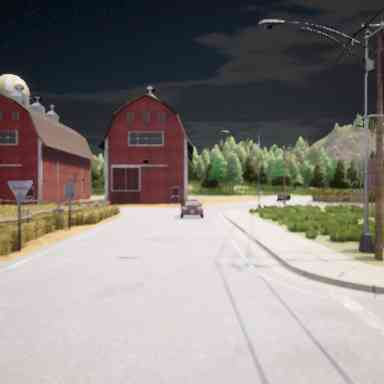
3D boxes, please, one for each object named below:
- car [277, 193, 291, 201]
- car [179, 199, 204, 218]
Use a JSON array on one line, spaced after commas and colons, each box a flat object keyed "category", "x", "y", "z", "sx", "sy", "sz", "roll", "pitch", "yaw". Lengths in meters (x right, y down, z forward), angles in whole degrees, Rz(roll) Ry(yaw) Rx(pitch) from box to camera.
[{"category": "car", "x": 16.631, "y": 0.913, "z": 60.023, "sx": 2.128, "sy": 1.511, "sz": 4.902, "roll": 0, "pitch": 1, "yaw": 25}, {"category": "car", "x": -0.038, "y": 1.319, "z": 27.290, "sx": 1.812, "sy": 1.442, "sz": 4.674, "roll": 0, "pitch": 0, "yaw": -2}]
